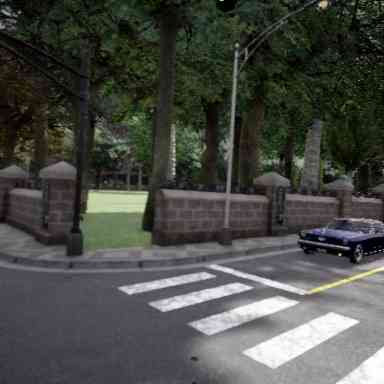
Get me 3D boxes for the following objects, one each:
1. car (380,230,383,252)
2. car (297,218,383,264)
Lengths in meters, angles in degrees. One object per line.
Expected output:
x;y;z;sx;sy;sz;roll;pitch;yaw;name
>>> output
7.695;1.696;9.697;5.357;1.411;2.033;2;1;-41;car
5.876;1.641;12.212;4.718;1.301;1.895;2;1;-41;car
